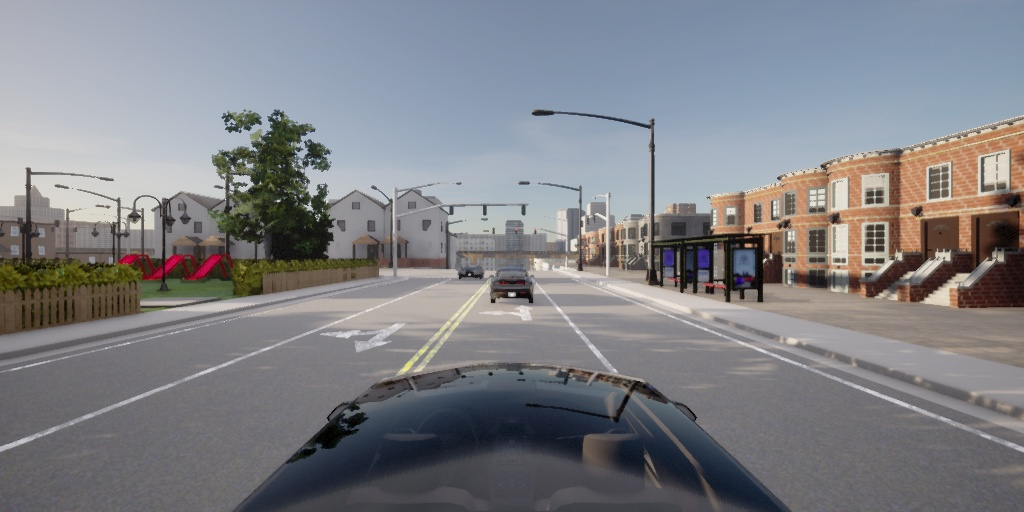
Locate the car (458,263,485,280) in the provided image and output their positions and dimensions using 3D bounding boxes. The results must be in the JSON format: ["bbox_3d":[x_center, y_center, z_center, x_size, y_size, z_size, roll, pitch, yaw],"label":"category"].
[{"bbox_3d":[-3.500,1.349,31.520,1.994,1.385,4.181,0,0,0],"label":"car"}]

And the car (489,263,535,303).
[{"bbox_3d":[0.000,1.265,16.500,1.837,1.490,4.892,0,0,0],"label":"car"}]

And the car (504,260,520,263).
[{"bbox_3d":[0.000,1.115,31.470,2.097,1.767,4.553,0,0,0],"label":"car"}]
